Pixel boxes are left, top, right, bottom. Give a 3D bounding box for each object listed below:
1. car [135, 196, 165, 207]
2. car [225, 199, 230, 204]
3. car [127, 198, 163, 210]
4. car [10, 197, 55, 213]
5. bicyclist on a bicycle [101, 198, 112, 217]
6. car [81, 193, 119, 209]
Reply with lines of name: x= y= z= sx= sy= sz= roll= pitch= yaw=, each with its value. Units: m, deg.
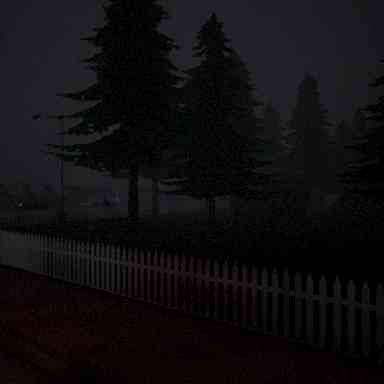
car: x=-6.801 y=1.491 z=54.093 sx=2.128 sy=1.511 sz=4.902 roll=0 pitch=0 yaw=35
car: x=4.292 y=1.221 z=51.455 sx=2.150 sy=2.045 sz=5.566 roll=0 pitch=0 yaw=34
car: x=-6.239 y=1.525 z=42.201 sx=1.812 sy=1.442 sz=4.674 roll=0 pitch=0 yaw=34
car: x=-18.032 y=1.352 z=37.629 sx=2.097 sy=1.767 sz=4.553 roll=0 pitch=0 yaw=34
bicyclist on a bicycle: x=-7.176 y=1.302 z=27.836 sx=1.656 sy=1.620 sz=0.582 roll=0 pitch=0 yaw=34
car: x=-12.537 y=1.221 z=45.704 sx=2.150 sy=2.045 sz=5.566 roll=0 pitch=0 yaw=34
